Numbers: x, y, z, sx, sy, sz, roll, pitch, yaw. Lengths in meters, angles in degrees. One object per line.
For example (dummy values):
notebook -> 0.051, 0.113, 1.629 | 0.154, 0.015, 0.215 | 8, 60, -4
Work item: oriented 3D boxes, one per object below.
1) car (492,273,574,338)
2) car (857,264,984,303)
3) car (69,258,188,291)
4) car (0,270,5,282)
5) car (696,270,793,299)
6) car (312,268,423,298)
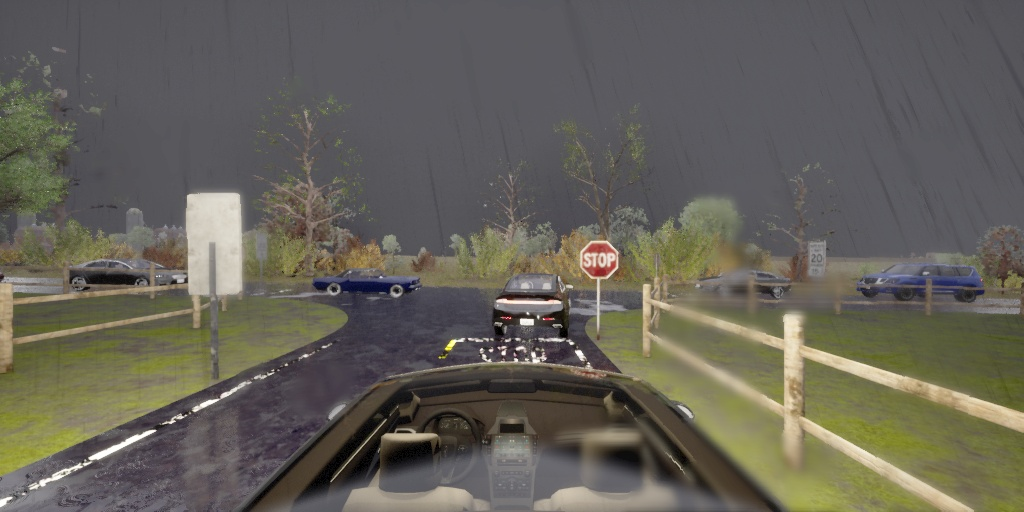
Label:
car -> 0.713, 1.240, 10.285 | 2.128, 1.511, 4.902 | 0, 0, 9
car -> 22.914, 1.466, 20.214 | 5.566, 2.045, 2.150 | 1, 1, 0
car -> -18.478, 0.885, 17.350 | 4.902, 1.511, 2.128 | 1, 1, 0
car -> -27.781, 0.718, 17.365 | 4.674, 1.442, 1.812 | 1, 1, 0
car -> 13.018, 1.525, 20.233 | 4.902, 1.511, 2.128 | 1, 1, 0
car -> -6.810, 1.249, 17.323 | 4.718, 1.301, 1.895 | 1, 1, 0
